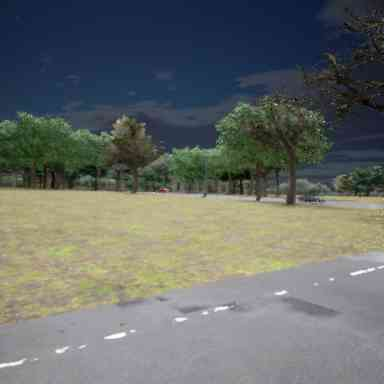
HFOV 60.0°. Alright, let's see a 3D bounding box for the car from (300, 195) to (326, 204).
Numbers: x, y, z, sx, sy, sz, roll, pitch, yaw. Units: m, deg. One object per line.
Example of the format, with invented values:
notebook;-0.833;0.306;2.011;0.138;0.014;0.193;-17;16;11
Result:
car;22.426;1.322;61.617;1.837;1.490;4.892;0;2;-35
